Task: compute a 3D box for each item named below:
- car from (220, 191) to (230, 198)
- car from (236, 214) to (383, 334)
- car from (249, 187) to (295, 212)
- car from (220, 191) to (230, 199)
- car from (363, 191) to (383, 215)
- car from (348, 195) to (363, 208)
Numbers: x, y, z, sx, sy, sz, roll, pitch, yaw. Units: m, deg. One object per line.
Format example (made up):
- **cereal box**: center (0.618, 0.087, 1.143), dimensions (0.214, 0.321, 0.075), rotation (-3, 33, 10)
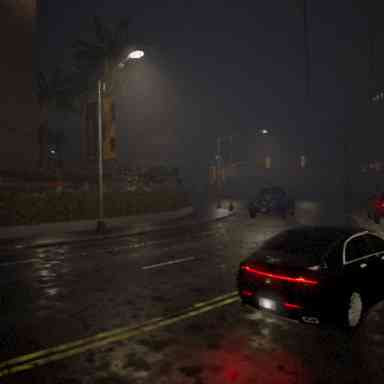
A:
- **car**: center (8.576, 0.743, 86.975), dimensions (2.185, 1.767, 4.553), rotation (-1, 0, 3)
- **car**: center (2.910, 1.430, 6.755), dimensions (4.892, 1.490, 1.837), rotation (-1, 1, -43)
- **car**: center (5.379, 0.646, 21.766), dimensions (2.150, 2.045, 5.566), rotation (-1, 0, 26)
- **car**: center (8.390, 0.908, 80.551), dimensions (2.097, 1.535, 5.008), rotation (-1, 0, 3)
- **car**: center (12.988, 0.925, 21.914), dimensions (2.150, 2.045, 5.566), rotation (0, 0, 22)
- **car**: center (19.604, 1.048, 38.094), dimensions (1.812, 1.442, 4.674), rotation (-1, 0, 5)
